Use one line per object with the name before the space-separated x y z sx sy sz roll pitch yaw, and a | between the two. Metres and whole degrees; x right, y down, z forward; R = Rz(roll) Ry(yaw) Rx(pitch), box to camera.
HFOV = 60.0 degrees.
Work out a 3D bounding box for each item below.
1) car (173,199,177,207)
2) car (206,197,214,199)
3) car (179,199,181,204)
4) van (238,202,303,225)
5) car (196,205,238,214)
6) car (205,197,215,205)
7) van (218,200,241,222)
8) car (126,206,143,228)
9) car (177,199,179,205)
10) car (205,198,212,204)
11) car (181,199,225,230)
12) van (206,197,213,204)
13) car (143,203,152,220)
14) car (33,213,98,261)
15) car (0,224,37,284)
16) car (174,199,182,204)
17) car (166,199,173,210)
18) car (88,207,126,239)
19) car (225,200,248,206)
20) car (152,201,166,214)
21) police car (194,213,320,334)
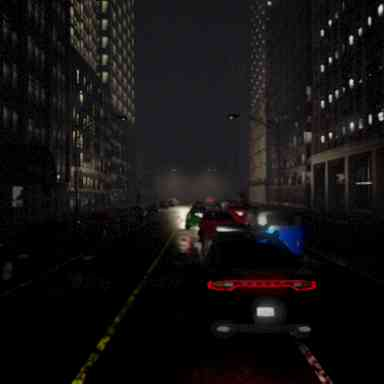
car | -4.394 2.263 64.048 1.802 1.307 4.206 -1 -1 1
car | 4.205 2.066 75.250 2.192 1.841 5.009 -1 -1 1
car | -4.061 2.376 80.926 1.752 1.417 4.829 -1 -1 1
van | 2.969 1.458 12.745 1.690 1.788 3.998 -1 -1 1
car | 1.275 1.649 17.124 1.882 1.535 5.008 0 -1 1
car | 4.318 2.123 80.933 2.192 1.841 5.009 -1 -1 1
van | 3.306 1.632 29.792 1.690 1.788 3.998 -1 -1 1
car | -5.182 1.828 24.273 2.008 1.369 4.403 -1 -1 1
car | -4.284 2.178 69.732 1.967 1.590 4.097 -1 -1 1
car | 4.545 2.362 92.296 1.967 1.590 4.097 -1 -1 1
car | 0.878 1.588 23.231 2.097 1.767 4.553 0 -1 10
van | 4.431 2.206 86.615 1.690 1.788 3.998 -1 -1 1
car | -5.069 1.917 29.955 1.802 1.307 4.206 -1 -1 1
car | -5.406 1.728 12.908 1.947 1.339 4.313 -1 -1 1
car | -5.519 1.655 7.226 2.008 1.369 4.403 -1 -1 1
car | -3.833 2.533 92.460 1.947 1.339 4.313 -1 -1 1
car | -4.619 2.117 52.684 2.008 1.369 4.403 -1 -1 1
car | -5.294 1.765 18.591 1.887 1.381 4.507 -1 -1 1
car | 3.193 1.548 24.110 2.192 1.841 5.009 -1 -1 1
car | -4.845 2.002 41.320 2.008 1.369 4.403 -1 -1 1
police car | 1.079 1.495 7.237 1.930 1.638 5.238 0 -1 1
